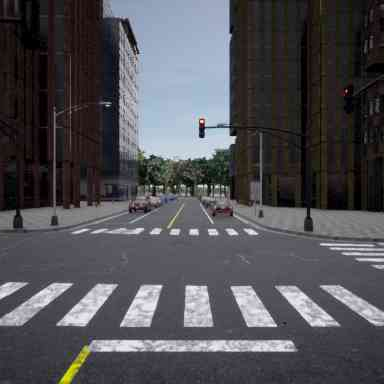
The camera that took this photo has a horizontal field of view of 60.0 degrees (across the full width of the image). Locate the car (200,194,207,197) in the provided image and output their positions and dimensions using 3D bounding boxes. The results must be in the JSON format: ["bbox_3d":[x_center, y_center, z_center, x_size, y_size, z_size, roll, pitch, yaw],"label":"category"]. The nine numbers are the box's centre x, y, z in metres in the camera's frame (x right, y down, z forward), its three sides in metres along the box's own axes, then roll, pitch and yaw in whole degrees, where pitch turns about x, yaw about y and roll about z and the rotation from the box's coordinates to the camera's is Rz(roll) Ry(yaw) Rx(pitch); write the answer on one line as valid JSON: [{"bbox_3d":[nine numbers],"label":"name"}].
[{"bbox_3d":[2.786,1.555,58.930,1.887,1.381,4.507,0,0,0],"label":"car"}]

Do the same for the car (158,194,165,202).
[{"bbox_3d":[-5.742,1.534,53.326,1.752,1.417,4.829,0,0,0],"label":"car"}]

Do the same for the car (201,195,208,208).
[{"bbox_3d":[2.781,1.557,48.054,2.008,1.369,4.403,0,0,0],"label":"car"}]

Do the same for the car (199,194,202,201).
[{"bbox_3d":[2.788,1.538,64.537,1.752,1.417,4.829,0,0,0],"label":"car"}]

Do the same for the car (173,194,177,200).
[{"bbox_3d":[-5.729,1.591,86.121,1.947,1.339,4.313,0,0,0],"label":"car"}]

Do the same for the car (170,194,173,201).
[{"bbox_3d":[-5.735,1.566,69.809,2.008,1.369,4.403,0,0,0],"label":"car"}]

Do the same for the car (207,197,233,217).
[{"bbox_3d":[2.775,1.442,31.742,1.967,1.590,4.097,0,0,0],"label":"car"}]

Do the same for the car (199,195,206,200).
[{"bbox_3d":[2.798,1.555,91.725,1.752,1.417,4.829,0,0,0],"label":"car"}]

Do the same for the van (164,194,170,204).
[{"bbox_3d":[-5.738,1.354,64.371,1.690,1.788,3.998,0,0,0],"label":"van"}]

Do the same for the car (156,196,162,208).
[{"bbox_3d":[-5.744,1.588,48.058,1.802,1.307,4.206,0,0,0],"label":"car"}]

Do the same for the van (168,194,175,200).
[{"bbox_3d":[-5.727,1.371,91.559,1.690,1.788,3.998,0,0,0],"label":"van"}]

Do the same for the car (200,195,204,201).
[{"bbox_3d":[2.784,1.553,53.492,1.887,1.381,4.507,0,0,0],"label":"car"}]

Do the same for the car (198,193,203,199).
[{"bbox_3d":[2.792,1.544,75.412,1.752,1.417,4.829,0,0,0],"label":"car"}]

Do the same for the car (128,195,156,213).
[{"bbox_3d":[-5.748,1.318,37.183,2.192,1.841,5.009,0,0,0],"label":"car"}]
